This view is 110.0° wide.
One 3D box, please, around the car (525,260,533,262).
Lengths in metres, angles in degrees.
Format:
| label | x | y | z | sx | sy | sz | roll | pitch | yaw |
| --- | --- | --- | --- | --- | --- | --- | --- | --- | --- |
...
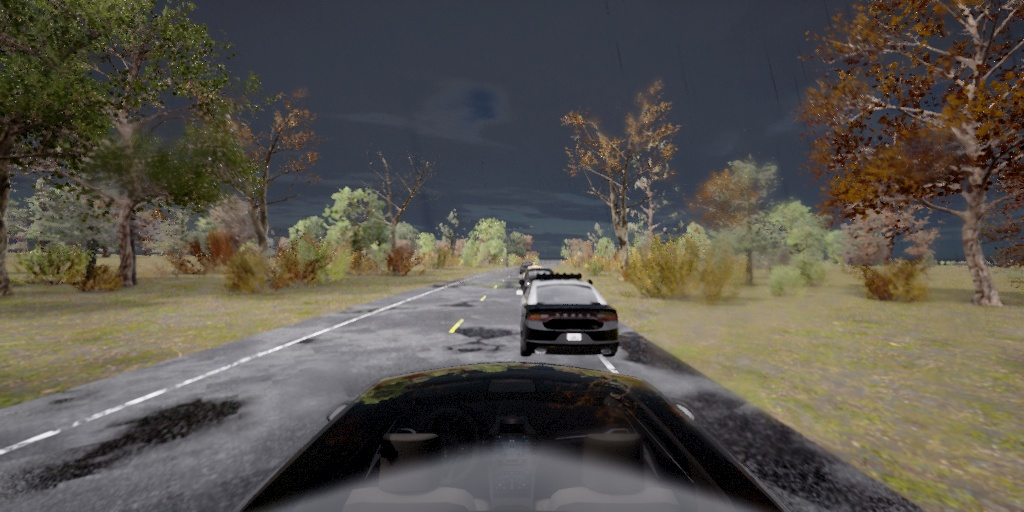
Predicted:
| label | x | y | z | sx | sy | sz | roll | pitch | yaw |
| --- | --- | --- | --- | --- | --- | --- | --- | --- | --- |
| car | 2.014 | 1.653 | 47.334 | 1.837 | 1.490 | 4.892 | 0 | -1 | 5 |

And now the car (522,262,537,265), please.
| label | x | y | z | sx | sy | sz | roll | pitch | yaw |
| --- | --- | --- | --- | --- | --- | --- | --- | --- | --- |
| car | 1.635 | 1.381 | 24.840 | 1.801 | 1.575 | 5.366 | 0 | 0 | 3 |

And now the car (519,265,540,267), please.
| label | x | y | z | sx | sy | sz | roll | pitch | yaw |
| --- | --- | --- | --- | --- | --- | --- | --- | --- | --- |
| car | 1.393 | 1.382 | 18.680 | 1.837 | 1.490 | 4.892 | 0 | 0 | 2 |

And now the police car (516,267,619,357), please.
| label | x | y | z | sx | sy | sz | roll | pitch | yaw |
| --- | --- | --- | --- | --- | --- | --- | --- | --- | --- |
| police car | 1.133 | 1.228 | 8.839 | 1.930 | 1.638 | 5.238 | 0 | 0 | 1 |
